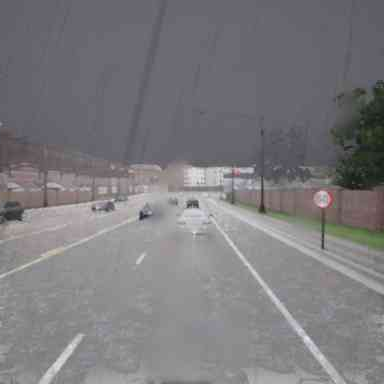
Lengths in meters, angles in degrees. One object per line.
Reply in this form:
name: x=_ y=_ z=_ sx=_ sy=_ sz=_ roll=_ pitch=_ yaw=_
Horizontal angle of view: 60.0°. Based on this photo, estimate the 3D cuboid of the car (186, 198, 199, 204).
car: x=0.103 y=1.681 z=51.129 sx=1.837 sy=1.490 sz=4.892 roll=0 pitch=0 yaw=0

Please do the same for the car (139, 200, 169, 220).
car: x=-3.398 y=1.667 z=29.116 sx=1.994 sy=1.385 sz=4.181 roll=0 pitch=0 yaw=0

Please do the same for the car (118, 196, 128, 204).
car: x=-13.997 y=1.450 z=66.476 sx=2.033 sy=1.411 sz=5.357 roll=0 pitch=1 yaw=0

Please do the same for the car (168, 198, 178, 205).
car: x=-3.398 y=1.700 z=58.875 sx=2.033 sy=1.411 sz=5.357 roll=0 pitch=0 yaw=0

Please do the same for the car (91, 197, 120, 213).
car: x=-10.530 y=1.633 z=39.596 sx=2.128 sy=1.511 sz=4.902 roll=0 pitch=0 yaw=1

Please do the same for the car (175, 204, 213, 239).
car: x=0.101 y=1.588 z=17.468 sx=1.812 sy=1.442 sz=4.674 roll=0 pitch=0 yaw=0

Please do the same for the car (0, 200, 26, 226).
car: x=-14.077 y=1.437 z=24.193 sx=2.097 sy=1.767 sz=4.553 roll=0 pitch=0 yaw=0
